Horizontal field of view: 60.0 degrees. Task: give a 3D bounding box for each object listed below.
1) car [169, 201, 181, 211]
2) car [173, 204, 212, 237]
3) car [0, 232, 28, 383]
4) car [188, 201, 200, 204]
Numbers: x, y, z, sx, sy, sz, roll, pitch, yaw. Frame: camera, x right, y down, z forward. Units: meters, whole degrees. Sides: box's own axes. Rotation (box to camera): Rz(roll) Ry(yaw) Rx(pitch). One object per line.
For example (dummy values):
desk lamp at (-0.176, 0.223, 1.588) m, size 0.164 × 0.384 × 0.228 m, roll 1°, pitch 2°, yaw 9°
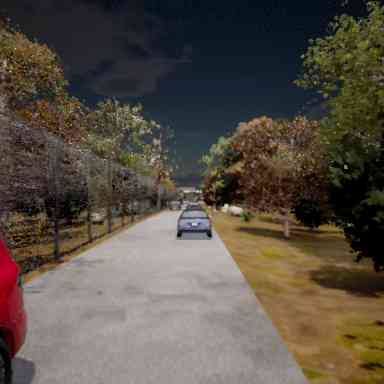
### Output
car at (-2.566, 2.193, 52.359) m, size 1.837 × 1.490 × 4.892 m, roll 0°, pitch -2°, yaw 1°
car at (0.133, 1.637, 18.724) m, size 2.033 × 1.411 × 5.357 m, roll 0°, pitch -1°, yaw 0°
car at (-2.892, 1.213, 1.473) m, size 2.150 × 2.045 × 5.566 m, roll 1°, pitch 0°, yaw 0°
car at (0.233, 1.911, 40.026) m, size 1.837 × 1.490 × 4.892 m, roll 0°, pitch -1°, yaw 0°
